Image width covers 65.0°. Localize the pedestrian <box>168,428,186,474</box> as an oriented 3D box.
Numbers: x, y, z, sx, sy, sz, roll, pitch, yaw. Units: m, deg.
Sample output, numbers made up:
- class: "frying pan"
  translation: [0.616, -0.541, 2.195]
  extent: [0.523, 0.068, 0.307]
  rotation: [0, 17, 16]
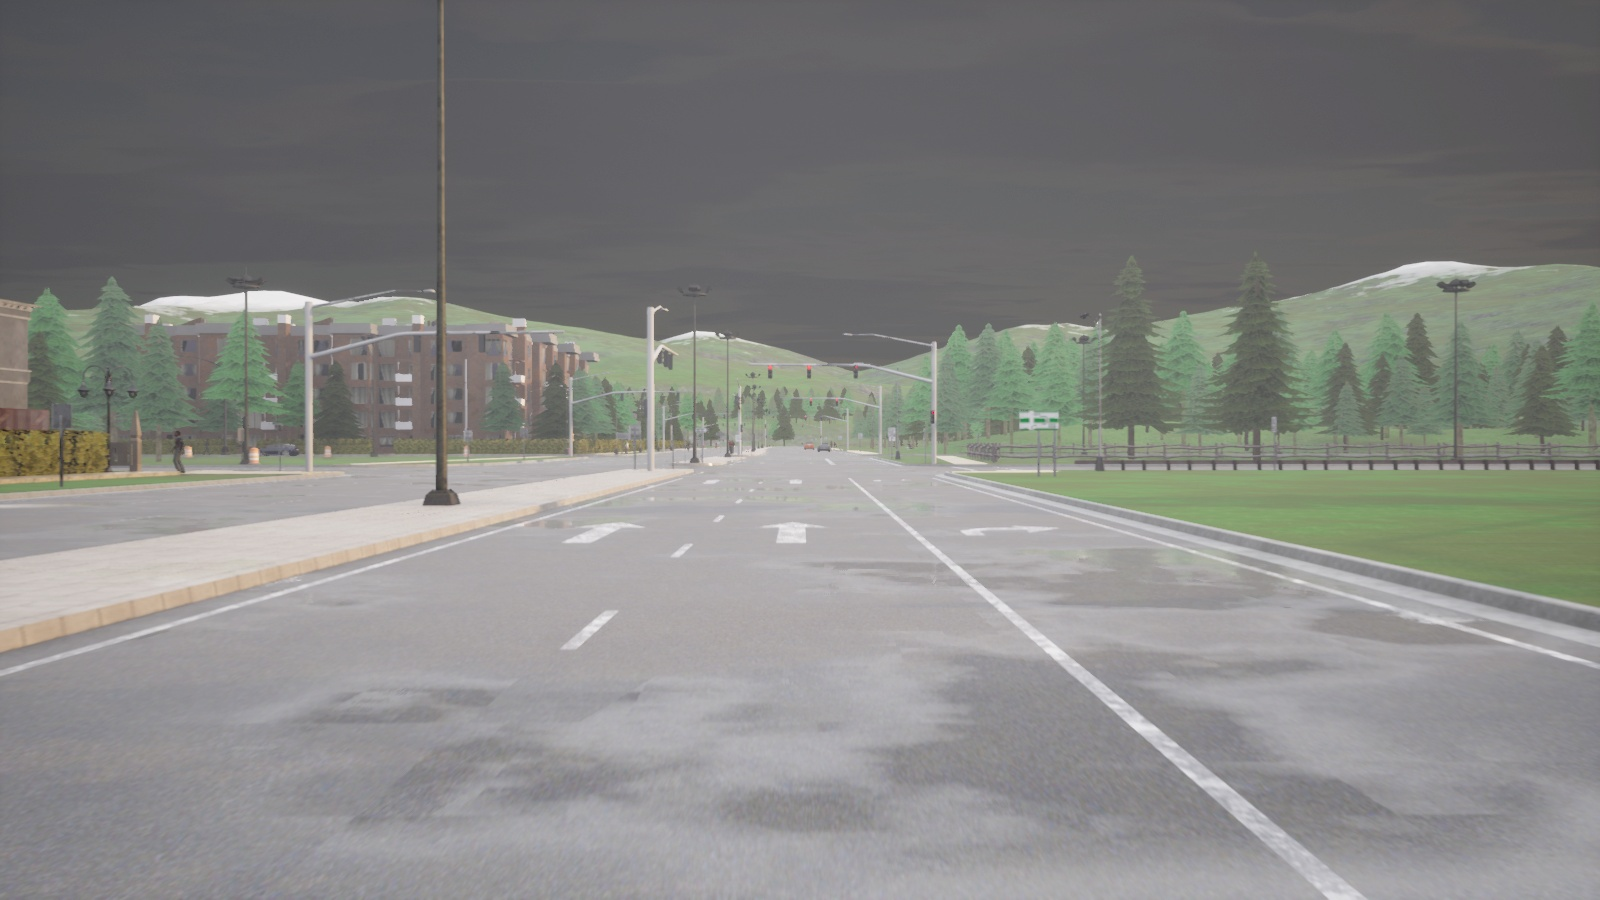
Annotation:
- class: "pedestrian"
  translation: [-26.508, 0.028, 53.435]
  extent: [0.666, 1.930, 0.402]
  rotation: [0, 0, -31]
